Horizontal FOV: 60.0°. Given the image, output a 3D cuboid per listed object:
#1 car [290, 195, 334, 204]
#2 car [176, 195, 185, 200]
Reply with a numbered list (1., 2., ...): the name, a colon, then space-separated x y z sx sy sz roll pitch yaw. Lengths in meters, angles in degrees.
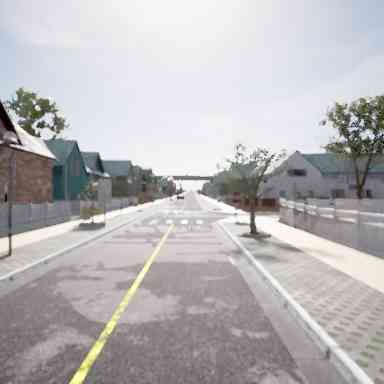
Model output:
1. car: 11.554 1.316 30.557 5.566 2.045 2.150 0 -1 -1
2. car: -2.735 1.315 79.776 1.895 1.301 4.718 0 0 0
